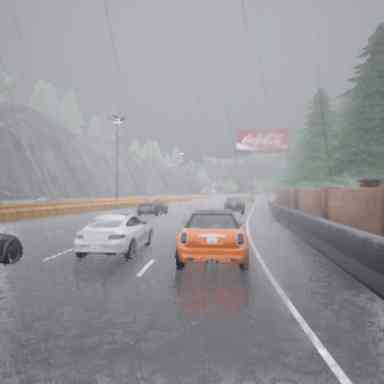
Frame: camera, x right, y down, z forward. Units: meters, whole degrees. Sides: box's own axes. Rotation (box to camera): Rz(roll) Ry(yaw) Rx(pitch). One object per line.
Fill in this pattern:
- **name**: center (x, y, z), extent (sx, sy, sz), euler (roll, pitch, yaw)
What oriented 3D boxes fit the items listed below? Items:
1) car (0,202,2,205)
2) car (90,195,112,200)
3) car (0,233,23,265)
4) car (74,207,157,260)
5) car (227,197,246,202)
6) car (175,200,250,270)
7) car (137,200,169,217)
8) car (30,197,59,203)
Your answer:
- **car**: center (-23.819, 1.401, 37.228), extent (2.033, 1.411, 5.357), euler (0, 0, 12)
- **car**: center (-13.879, 1.220, 50.642), extent (2.097, 1.767, 4.553), euler (0, 0, 12)
- **car**: center (-6.480, 1.526, 8.967), extent (1.994, 1.385, 4.181), euler (0, 0, 3)
- **car**: center (-2.719, 1.496, 12.228), extent (1.812, 1.442, 4.674), euler (0, 0, 5)
- **car**: center (4.559, 1.311, 35.195), extent (2.097, 1.767, 4.553), euler (0, 0, 11)
- **car**: center (0.717, 1.336, 11.219), extent (2.097, 1.767, 4.553), euler (0, 0, 5)
- **car**: center (-3.507, 1.430, 30.466), extent (2.128, 1.511, 4.902), euler (0, 0, 11)
- **car**: center (-19.035, 1.388, 43.082), extent (1.812, 1.442, 4.674), euler (0, 0, 12)
